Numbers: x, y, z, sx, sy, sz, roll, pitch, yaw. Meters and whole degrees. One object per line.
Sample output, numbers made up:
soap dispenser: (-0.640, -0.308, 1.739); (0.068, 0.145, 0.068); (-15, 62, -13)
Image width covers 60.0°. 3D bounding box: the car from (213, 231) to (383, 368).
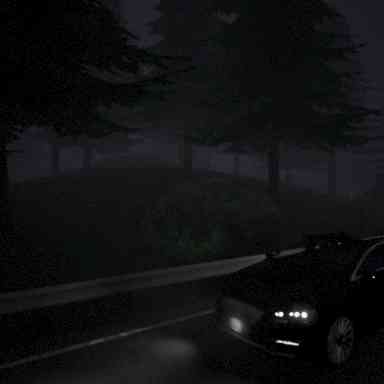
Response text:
car: (2.578, 1.493, 5.834); (4.902, 1.511, 2.128); (0, 0, -36)
